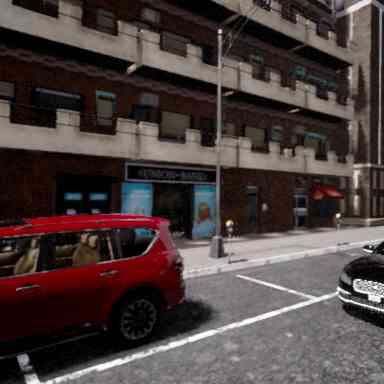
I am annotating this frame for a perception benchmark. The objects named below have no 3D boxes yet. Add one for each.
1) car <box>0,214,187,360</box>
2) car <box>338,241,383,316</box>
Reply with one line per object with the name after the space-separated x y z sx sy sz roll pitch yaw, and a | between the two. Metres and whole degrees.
-2.406 1.317 4.826 5.009 1.841 2.192 0 1 -36 | car
4.982 1.527 6.854 4.892 1.490 1.837 1 -1 -35 | car
